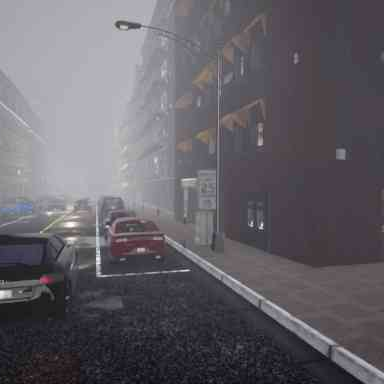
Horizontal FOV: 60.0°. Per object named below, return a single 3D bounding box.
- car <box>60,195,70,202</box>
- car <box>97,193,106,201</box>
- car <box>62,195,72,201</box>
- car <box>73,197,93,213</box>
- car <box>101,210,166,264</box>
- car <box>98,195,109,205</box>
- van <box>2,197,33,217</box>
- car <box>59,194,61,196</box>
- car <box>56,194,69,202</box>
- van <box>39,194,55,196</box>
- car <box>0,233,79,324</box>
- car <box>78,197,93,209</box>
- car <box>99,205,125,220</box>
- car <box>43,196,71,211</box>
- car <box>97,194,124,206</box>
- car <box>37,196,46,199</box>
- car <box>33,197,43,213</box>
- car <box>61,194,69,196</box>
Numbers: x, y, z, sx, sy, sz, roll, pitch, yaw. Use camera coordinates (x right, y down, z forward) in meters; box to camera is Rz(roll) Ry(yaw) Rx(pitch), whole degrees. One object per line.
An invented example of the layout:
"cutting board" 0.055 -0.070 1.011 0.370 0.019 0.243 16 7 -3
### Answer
"car" -30.443 1.428 79.921 1.967 1.590 4.097 -1 0 -16
"car" -23.950 1.311 87.652 2.192 1.841 5.009 -1 0 -16
"car" -32.009 1.556 85.364 1.947 1.339 4.313 -1 0 -16
"car" -12.074 1.515 36.932 1.812 1.442 4.674 0 0 -16
"car" -2.098 1.542 11.785 1.887 1.381 4.507 -1 0 -16
"car" -16.111 1.432 60.440 1.967 1.590 4.097 -1 0 -16
"van" -16.304 1.327 30.945 1.690 1.788 3.998 -1 0 -16
"car" -22.616 1.300 52.704 2.192 1.841 5.009 -1 0 -16
"car" -28.877 1.302 74.478 2.192 1.841 5.009 -1 0 -16
"van" -21.022 1.326 47.270 1.690 1.788 3.998 -1 0 -16
"car" -3.532 1.561 7.083 1.994 1.385 4.181 0 0 -16
"car" -14.979 1.467 46.839 1.882 1.535 5.008 0 0 -16
"car" -3.570 1.562 16.899 1.947 1.339 4.313 -1 0 -16
"car" -16.157 1.535 40.079 2.033 1.411 5.357 0 0 -16
"car" -6.708 1.308 27.782 2.192 1.841 5.009 -1 0 -16
"car" -19.439 1.567 41.830 1.802 1.307 4.206 -1 0 -16
"car" -17.869 1.567 36.389 1.802 1.307 4.206 -1 0 -16
"car" -27.306 1.537 69.036 2.008 1.369 4.403 -1 0 -16
